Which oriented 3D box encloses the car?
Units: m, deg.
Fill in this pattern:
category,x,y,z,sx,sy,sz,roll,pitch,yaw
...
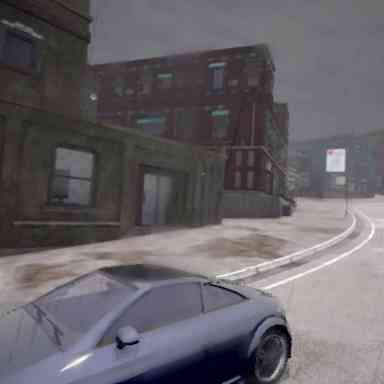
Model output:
category,x,y,z,sx,sy,sz,roll,pitch,yaw
car,-0.760,1.586,3.689,4.181,1.385,1.994,0,0,-39
